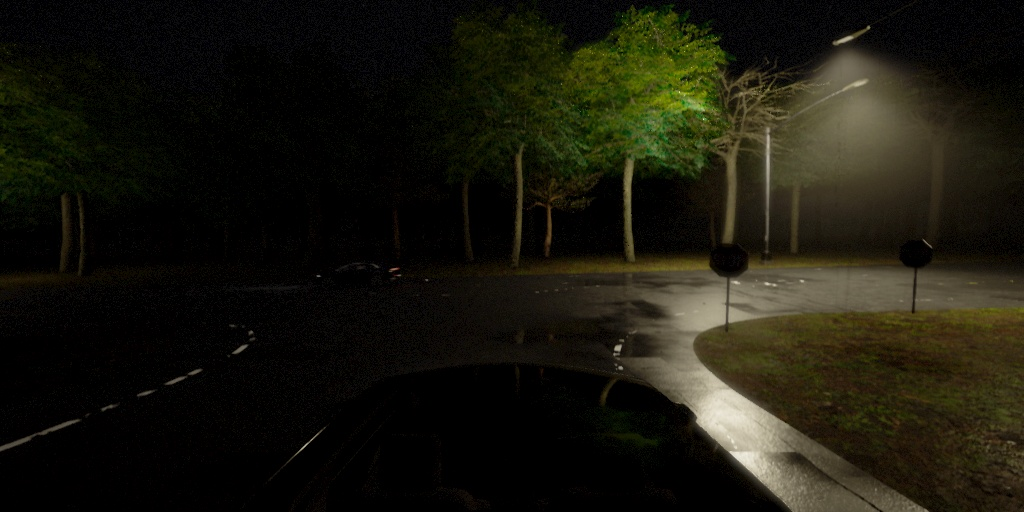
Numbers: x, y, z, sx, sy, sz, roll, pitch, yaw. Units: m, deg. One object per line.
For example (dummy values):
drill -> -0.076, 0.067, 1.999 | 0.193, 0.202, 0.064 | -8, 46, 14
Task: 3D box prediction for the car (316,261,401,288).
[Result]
car -> -9.280, 1.059, 21.767 | 4.902, 1.511, 2.128 | -2, 3, -1
